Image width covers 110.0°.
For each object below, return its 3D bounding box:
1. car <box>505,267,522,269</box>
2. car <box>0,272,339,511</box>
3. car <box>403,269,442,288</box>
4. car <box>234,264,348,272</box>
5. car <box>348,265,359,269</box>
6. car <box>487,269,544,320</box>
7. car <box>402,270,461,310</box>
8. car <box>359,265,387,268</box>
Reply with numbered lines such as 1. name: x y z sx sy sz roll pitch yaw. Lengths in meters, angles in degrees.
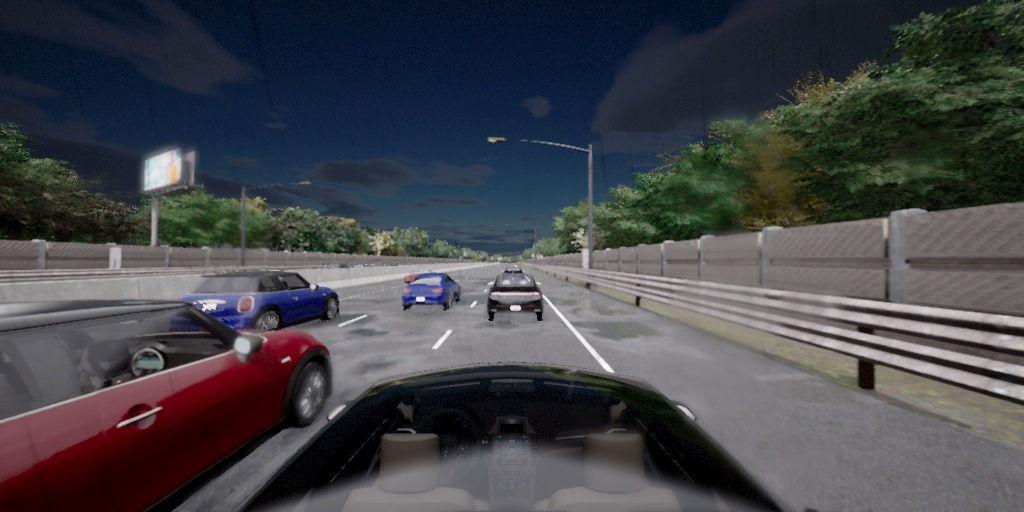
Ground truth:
1. car: 0.116 1.644 30.607 2.128 1.511 4.902 0 -1 0
2. car: -3.403 1.118 2.872 2.097 1.767 4.553 0 -1 0
3. car: -6.882 1.715 28.100 1.895 1.301 4.718 0 -1 0
4. car: -6.898 1.216 10.307 2.097 1.767 4.553 0 -1 0
5. car: -21.048 1.970 49.473 1.812 1.442 4.674 0 -1 0
6. car: 0.107 1.398 13.361 2.128 1.511 4.902 0 -1 0
7. car: -3.390 1.461 15.597 1.812 1.442 4.674 0 -1 0
8. car: -17.559 1.894 46.881 2.128 1.511 4.902 0 -1 0
